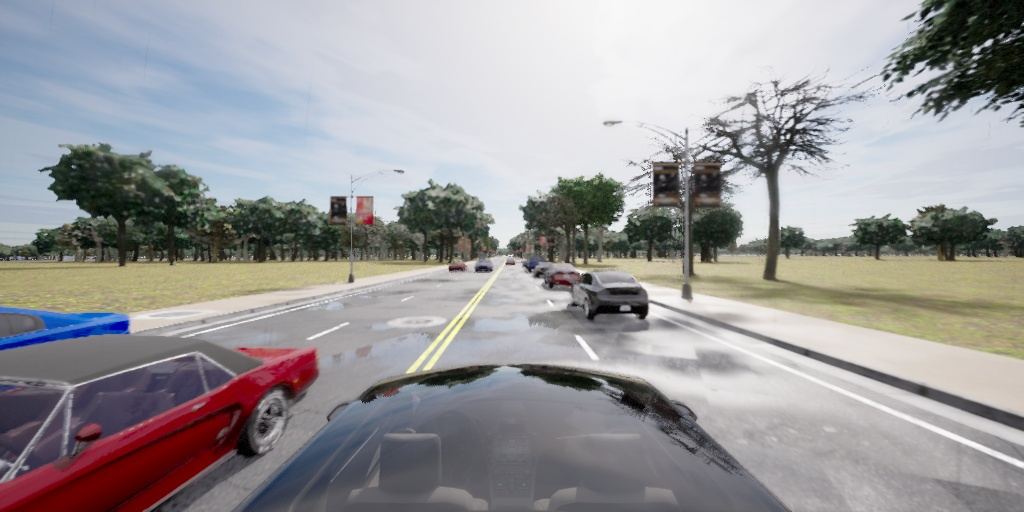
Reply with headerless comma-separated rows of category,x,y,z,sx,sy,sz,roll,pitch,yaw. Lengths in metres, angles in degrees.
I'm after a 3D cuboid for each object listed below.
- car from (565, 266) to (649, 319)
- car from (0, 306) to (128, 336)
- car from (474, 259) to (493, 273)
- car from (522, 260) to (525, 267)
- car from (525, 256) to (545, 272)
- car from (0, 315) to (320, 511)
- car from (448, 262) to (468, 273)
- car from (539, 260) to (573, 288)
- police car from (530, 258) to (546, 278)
car,3.243,1.253,12.680,1.837,1.490,4.892,0,0,0
car,-6.602,1.229,3.242,1.882,1.535,5.008,0,0,0
car,-3.428,1.100,44.475,2.097,1.767,4.553,0,0,0
car,3.095,1.251,56.731,2.163,1.488,4.792,0,0,0
car,3.151,0.968,45.726,2.150,2.045,5.566,0,0,0
car,-3.352,1.351,2.298,1.895,1.301,4.718,0,0,0
car,-6.681,1.349,44.519,1.895,1.301,4.718,0,0,0
car,3.225,1.252,23.715,2.163,1.488,4.792,0,0,0
police car,3.194,1.252,34.691,2.038,1.542,4.974,0,0,0
